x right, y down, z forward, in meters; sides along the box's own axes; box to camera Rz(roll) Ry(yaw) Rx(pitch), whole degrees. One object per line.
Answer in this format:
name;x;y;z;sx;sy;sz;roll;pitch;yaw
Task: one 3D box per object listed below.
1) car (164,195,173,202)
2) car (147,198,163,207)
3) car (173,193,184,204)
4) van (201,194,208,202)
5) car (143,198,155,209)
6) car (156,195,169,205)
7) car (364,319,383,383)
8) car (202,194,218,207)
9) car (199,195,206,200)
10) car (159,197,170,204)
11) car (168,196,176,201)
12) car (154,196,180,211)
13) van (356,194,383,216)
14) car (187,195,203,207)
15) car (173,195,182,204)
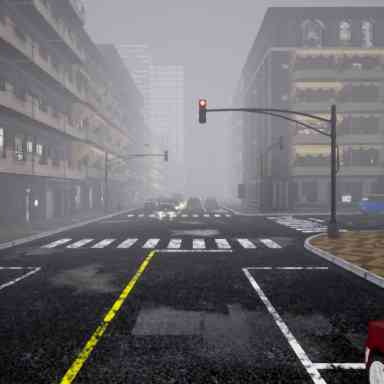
car;-5.457;1.560;78.297;1.752;1.417;4.829;-1;0;0
car;-5.543;1.578;50.827;1.947;1.339;4.313;0;0;0
car;-2.821;1.249;66.485;2.150;2.045;5.566;0;-1;1
van;2.922;1.376;78.435;1.690;1.788;3.998;-1;0;0
car;-5.559;1.559;45.300;2.008;1.369;4.403;0;0;0
car;-5.510;1.460;61.883;1.967;1.590;4.097;-1;0;0
car;2.685;1.544;1.797;1.887;1.381;4.507;0;0;0
car;2.836;1.452;50.796;1.967;1.590;4.097;-1;0;0
car;2.975;1.599;95.019;1.887;1.381;4.507;-1;0;0
car;-5.491;1.606;67.411;1.802;1.307;4.206;-1;0;0
car;-5.422;1.629;89.523;1.802;1.307;4.206;-1;0;0
car;-2.975;1.553;40.483;2.033;1.411;5.357;0;0;0
van;15.723;1.034;27.328;3.998;1.788;1.690;-1;1;-1
car;0.254;1.489;50.025;1.882;1.535;5.008;0;0;0
car;-2.942;1.577;51.948;1.994;1.385;4.181;0;0;-1
